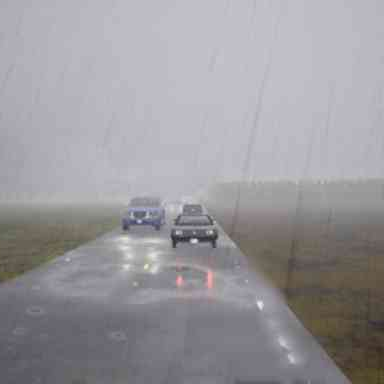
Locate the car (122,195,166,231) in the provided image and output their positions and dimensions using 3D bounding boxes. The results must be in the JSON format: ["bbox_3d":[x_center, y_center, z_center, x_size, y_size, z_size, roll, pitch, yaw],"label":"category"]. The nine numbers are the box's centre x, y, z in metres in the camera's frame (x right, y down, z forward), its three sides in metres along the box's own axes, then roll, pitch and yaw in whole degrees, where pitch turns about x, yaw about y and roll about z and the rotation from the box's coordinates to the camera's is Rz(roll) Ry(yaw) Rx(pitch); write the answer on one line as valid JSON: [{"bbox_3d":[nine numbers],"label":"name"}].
[{"bbox_3d":[-2.868,1.241,20.923,2.150,2.045,5.566,0,0,0],"label":"car"}]

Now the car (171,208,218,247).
[{"bbox_3d":[0.088,1.611,15.158,1.895,1.301,4.718,0,0,0],"label":"car"}]

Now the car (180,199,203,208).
[{"bbox_3d":[0.068,1.519,33.428,1.882,1.535,5.008,0,0,0],"label":"car"}]

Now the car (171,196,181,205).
[{"bbox_3d":[-2.842,1.609,61.663,1.837,1.490,4.892,0,0,1],"label":"car"}]
